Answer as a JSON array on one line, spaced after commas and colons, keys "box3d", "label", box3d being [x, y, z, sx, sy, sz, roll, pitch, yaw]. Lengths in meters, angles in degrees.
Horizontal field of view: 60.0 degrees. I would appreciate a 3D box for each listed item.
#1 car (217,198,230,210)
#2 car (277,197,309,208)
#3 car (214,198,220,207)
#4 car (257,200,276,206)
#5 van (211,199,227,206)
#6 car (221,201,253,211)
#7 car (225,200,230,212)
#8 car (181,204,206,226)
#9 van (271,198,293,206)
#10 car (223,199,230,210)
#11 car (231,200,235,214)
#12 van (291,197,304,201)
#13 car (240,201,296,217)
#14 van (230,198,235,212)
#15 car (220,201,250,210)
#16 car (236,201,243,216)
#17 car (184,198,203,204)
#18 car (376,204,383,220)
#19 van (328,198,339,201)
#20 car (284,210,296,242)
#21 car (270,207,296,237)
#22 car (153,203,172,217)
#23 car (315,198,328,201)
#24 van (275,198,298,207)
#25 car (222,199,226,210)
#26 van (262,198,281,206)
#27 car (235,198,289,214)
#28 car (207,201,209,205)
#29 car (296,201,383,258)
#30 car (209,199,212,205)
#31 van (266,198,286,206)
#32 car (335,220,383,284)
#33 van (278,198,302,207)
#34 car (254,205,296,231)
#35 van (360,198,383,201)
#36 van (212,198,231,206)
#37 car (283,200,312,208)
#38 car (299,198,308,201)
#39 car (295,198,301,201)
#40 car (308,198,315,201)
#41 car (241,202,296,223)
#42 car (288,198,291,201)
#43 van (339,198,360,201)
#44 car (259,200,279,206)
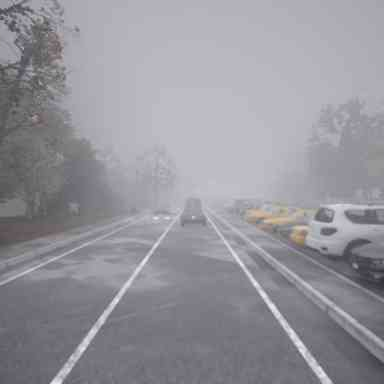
[{"box3d": [6.945, 2.121, 50.424, 5.366, 1.575, 1.946, 0, -1, 0], "label": "car"}, {"box3d": [20.308, 2.113, 66.974, 5.566, 2.045, 2.435, 0, -1, 0], "label": "car"}, {"box3d": [7.008, 2.247, 58.751, 5.366, 1.575, 1.946, 0, -1, 0], "label": "car"}, {"box3d": [20.518, 2.988, 91.748, 5.008, 1.535, 2.097, 0, -2, 0], "label": "car"}, {"box3d": [7.583, 2.865, 94.814, 4.442, 1.987, 1.878, 0, -2, 0], "label": "van"}, {"box3d": [7.158, 2.167, 53.197, 4.892, 1.521, 2.231, 0, -1, 0], "label": "car"}, {"box3d": [7.039, 2.028, 42.094, 4.792, 1.488, 2.163, 0, -1, 0], "label": "car"}, {"box3d": [0.117, 1.871, 26.621, 1.994, 1.385, 4.181, 0, -1, 0], "label": "car"}, {"box3d": [20.282, 2.264, 75.292, 4.442, 1.987, 1.878, 0, -1, 0], "label": "van"}, {"box3d": [7.060, 2.070, 44.870, 4.792, 1.488, 2.163, 0, -1, 0], "label": "car"}, {"box3d": [7.055, 1.944, 36.542, 4.792, 1.488, 2.163, 0, -1, 0], "label": "car"}, {"box3d": [20.390, 2.013, 58.664, 4.442, 1.987, 1.878, 0, -1, 0], "label": "van"}, {"box3d": [7.149, 1.807, 28.222, 5.366, 1.575, 1.946, 0, 0, 0], "label": "car"}, {"box3d": [7.163, 1.731, 39.321, 4.442, 1.987, 1.878, 0, -1, 0], "label": "van"}, {"box3d": [7.167, 2.209, 55.973, 4.892, 1.521, 2.231, 0, -1, 0], "label": "car"}, {"box3d": [6.978, 1.841, 30.990, 4.892, 1.521, 2.231, 0, 0, 0], "label": "car"}, {"box3d": [0.181, 1.741, 42.830, 2.150, 2.045, 5.566, 0, -1, 1], "label": "car"}, {"box3d": [20.092, 1.858, 30.840, 4.792, 1.488, 2.163, 0, -1, 0], "label": "car"}, {"box3d": [20.030, 1.761, 41.921, 4.442, 1.987, 1.878, 0, -1, 0], "label": "van"}, {"box3d": [7.044, 1.710, 14.344, 5.366, 1.575, 1.946, 0, 0, 0], "label": "car"}, {"box3d": [6.886, 1.732, 17.122, 4.892, 1.521, 2.231, 0, 0, 0], "label": "car"}, {"box3d": [-3.296, 2.004, 38.003, 2.033, 1.411, 5.357, 0, -1, 0], "label": "car"}, {"box3d": [20.139, 1.777, 44.690, 5.566, 2.045, 2.435, 0, -1, 0], "label": "car"}, {"box3d": [20.493, 2.220, 72.388, 4.442, 1.987, 1.878, 0, -1, 0], "label": "van"}, {"box3d": [7.081, 2.112, 47.646, 4.792, 1.488, 2.163, 0, -1, 0], "label": "car"}, {"box3d": [20.598, 2.590, 86.217, 4.442, 1.987, 1.878, 0, -2, 0], "label": "van"}, {"box3d": [7.036, 1.750, 33.771, 4.553, 1.767, 2.185, 0, -1, 0], "label": "car"}, {"box3d": [7.451, 3.004, 92.033, 5.008, 1.535, 2.097, 0, -2, 0], "label": "car"}, {"box3d": [6.866, 1.444, 11.571, 5.566, 2.045, 2.435, 0, 0, 0], "label": "car"}, {"box3d": [7.348, 2.250, 75.408, 5.566, 2.045, 2.435, 0, -1, 0], "label": "car"}, {"box3d": [20.323, 2.417, 80.682, 4.442, 1.987, 1.878, 0, -2, 0], "label": "van"}, {"box3d": [6.822, 1.678, 8.794, 5.008, 1.535, 2.097, 0, 0, 0], "label": "car"}, {"box3d": [20.474, 2.181, 69.743, 4.442, 1.987, 1.878, 0, -1, 0], "label": "van"}, {"box3d": [6.715, 1.746, 19.899, 5.366, 1.575, 1.946, 0, 0, 0], "label": "car"}, {"box3d": [19.975, 1.638, 33.596, 4.442, 1.987, 1.878, 0, -1, 0], "label": "van"}, {"box3d": [7.245, 2.433, 80.942, 4.442, 1.987, 1.878, 0, -2, 0], "label": "van"}, {"box3d": [20.309, 2.321, 64.076, 5.008, 1.535, 2.097, 0, -1, 0], "label": "car"}, {"box3d": [20.225, 2.154, 52.997, 5.008, 1.535, 2.097, 0, -1, 0], "label": "car"}, {"box3d": [20.255, 2.238, 55.891, 4.674, 1.452, 2.002, 0, -1, 0], "label": "car"}, {"box3d": [20.160, 1.819, 47.460, 5.566, 2.045, 2.435, 0, -1, 0], "label": "car"}, {"box3d": [6.758, 1.785, 25.572, 5.366, 1.575, 1.946, 0, 0, 0], "label": "car"}, {"box3d": [20.291, 2.319, 61.305, 4.674, 1.452, 2.002, 0, -1, 0], "label": "car"}, {"box3d": [20.242, 1.719, 39.150, 4.442, 1.987, 1.878, 0, -1, 0], "label": "van"}, {"box3d": [20.497, 2.903, 88.979, 4.892, 1.521, 2.231, 0, -2, 0], "label": "car"}]
